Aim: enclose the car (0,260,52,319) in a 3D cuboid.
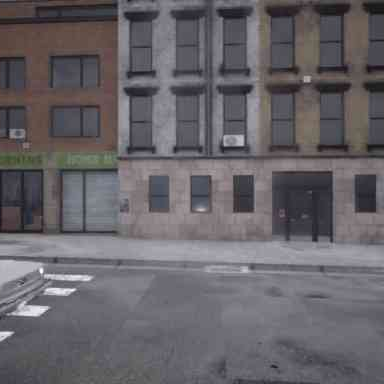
[{"bbox_3d":[-4.971,1.499,5.566,4.718,1.301,1.895,1,0,3],"label":"car"}]
